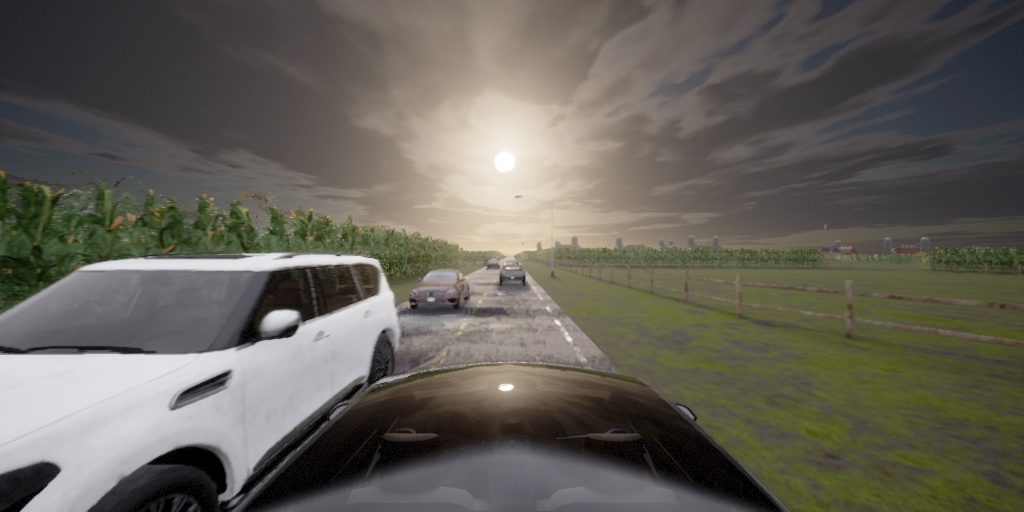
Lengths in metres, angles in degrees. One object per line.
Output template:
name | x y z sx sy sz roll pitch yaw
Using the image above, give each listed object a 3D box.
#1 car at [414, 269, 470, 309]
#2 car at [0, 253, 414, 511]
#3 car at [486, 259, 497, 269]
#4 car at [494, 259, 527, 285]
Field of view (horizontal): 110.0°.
car | -2.848 1.278 14.981 1.812 1.442 4.674 0 0 0
car | -2.849 0.975 3.525 2.150 2.045 5.566 0 0 0
car | -2.867 1.204 55.273 1.882 1.535 5.008 0 0 0
car | 0.049 1.240 26.095 2.128 1.511 4.902 0 0 0
